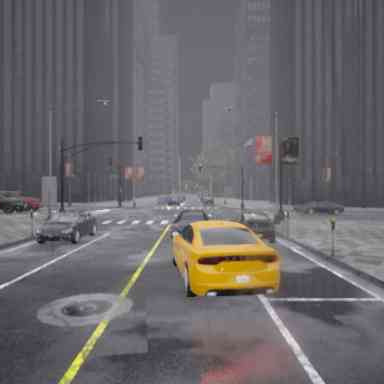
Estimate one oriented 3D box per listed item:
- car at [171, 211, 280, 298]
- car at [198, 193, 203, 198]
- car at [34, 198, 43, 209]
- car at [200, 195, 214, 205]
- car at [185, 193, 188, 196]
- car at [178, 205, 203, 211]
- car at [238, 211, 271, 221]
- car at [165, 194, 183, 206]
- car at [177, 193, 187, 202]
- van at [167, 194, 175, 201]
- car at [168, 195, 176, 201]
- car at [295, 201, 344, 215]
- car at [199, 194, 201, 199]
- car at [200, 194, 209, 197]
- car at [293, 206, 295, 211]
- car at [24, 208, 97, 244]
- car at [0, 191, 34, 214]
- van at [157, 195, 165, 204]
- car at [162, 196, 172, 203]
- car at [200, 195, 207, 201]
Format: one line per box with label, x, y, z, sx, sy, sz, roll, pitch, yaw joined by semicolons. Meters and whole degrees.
car;0.575;1.484;8.689;1.882;1.535;5.008;0;0;-9
car;3.030;1.388;74.459;2.192;1.841;5.009;0;0;0
car;-18.468;0.945;34.497;5.566;2.045;2.150;1;0;0
car;2.896;1.604;57.920;2.008;1.369;4.403;0;0;0
car;-2.667;1.302;82.766;2.150;2.045;5.566;0;0;0
car;0.036;1.576;16.425;1.994;1.385;4.181;0;0;0
car;2.748;1.562;15.737;2.008;1.369;4.403;0;0;0
car;-2.955;1.528;55.577;1.882;1.535;5.008;0;0;1
car;-2.776;1.561;69.280;2.128;1.511;4.902;0;0;0
van;-5.406;1.427;85.550;1.690;1.788;3.998;0;0;0
car;-5.361;1.638;91.062;1.887;1.381;4.507;0;0;0
car;14.719;1.836;37.868;4.892;1.490;1.837;1;0;1
car;2.985;1.617;68.946;2.008;1.369;4.403;0;0;0
car;2.942;1.585;63.603;1.752;1.417;4.829;0;0;0
car;14.867;1.869;41.128;4.674;1.442;1.812;1;0;2
car;-5.777;1.562;15.732;2.008;1.369;4.403;0;0;0
car;-18.407;0.938;31.246;5.566;2.045;2.150;1;0;0
van;-5.584;1.401;63.500;1.690;1.788;3.998;0;0;0
car;-5.495;1.639;74.524;1.947;1.339;4.313;0;0;0
car;3.165;1.619;91.168;1.752;1.417;4.829;0;0;0
